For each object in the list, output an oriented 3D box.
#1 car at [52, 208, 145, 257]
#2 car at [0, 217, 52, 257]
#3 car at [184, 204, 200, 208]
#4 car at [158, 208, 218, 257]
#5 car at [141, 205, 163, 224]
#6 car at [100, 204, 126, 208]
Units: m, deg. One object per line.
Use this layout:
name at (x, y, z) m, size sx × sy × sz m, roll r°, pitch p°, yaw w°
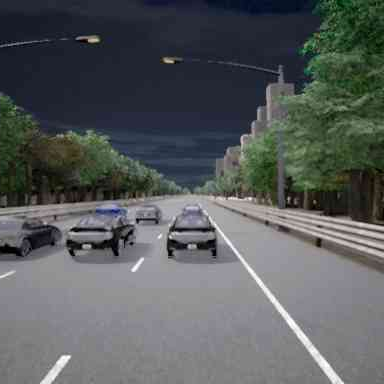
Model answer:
car at (-3.476, 1.629, 13.503) m, size 2.128 × 1.511 × 4.902 m, roll 0°, pitch 0°, yaw 1°
car at (-6.977, 1.701, 13.532) m, size 1.994 × 1.385 × 4.181 m, roll 0°, pitch 0°, yaw 1°
car at (0.030, 1.806, 28.892) m, size 1.812 × 1.442 × 4.674 m, roll 0°, pitch 0°, yaw 1°
car at (0.025, 1.629, 13.504) m, size 2.128 × 1.511 × 4.902 m, roll 0°, pitch 0°, yaw 1°
car at (-3.488, 1.815, 27.505) m, size 2.033 × 1.411 × 5.357 m, roll 0°, pitch 0°, yaw 0°
car at (-6.967, 1.761, 29.235) m, size 1.882 × 1.535 × 5.008 m, roll 0°, pitch 0°, yaw 1°
